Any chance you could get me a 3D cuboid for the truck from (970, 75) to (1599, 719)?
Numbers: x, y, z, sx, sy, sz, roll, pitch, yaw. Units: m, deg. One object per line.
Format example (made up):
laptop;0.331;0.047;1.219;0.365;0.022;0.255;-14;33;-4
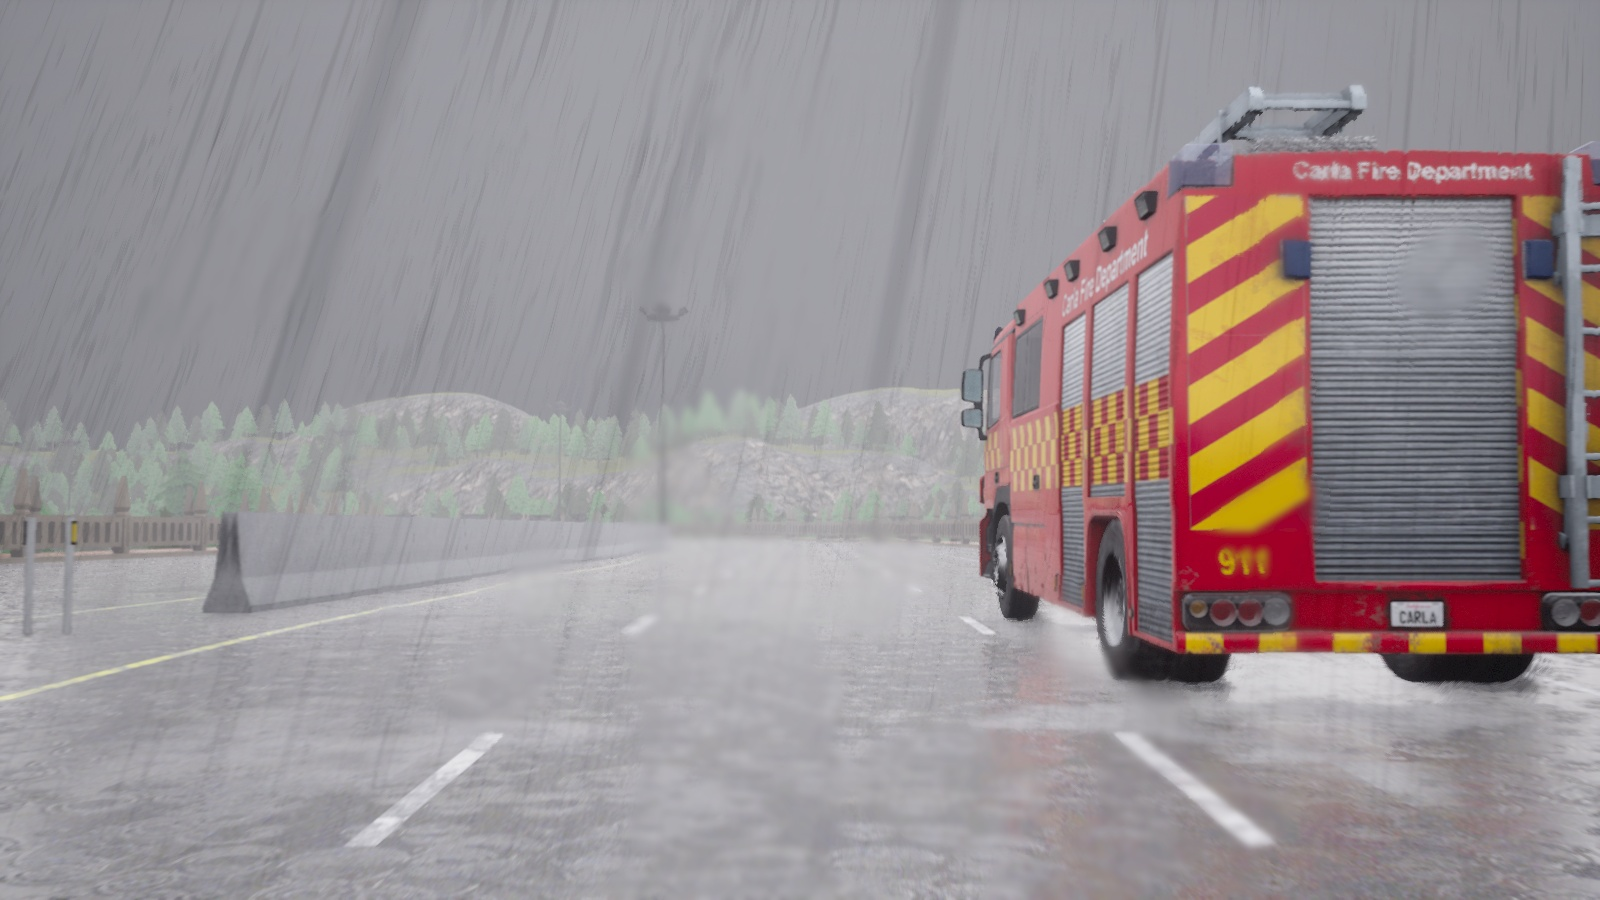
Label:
truck;3.584;-0.145;11.676;2.891;3.827;8.468;0;-3;0
